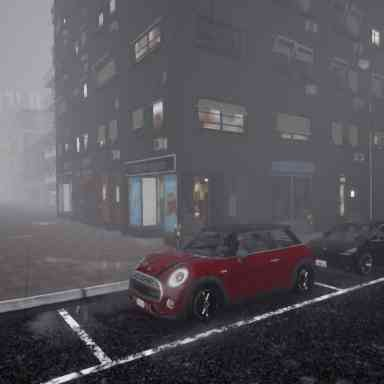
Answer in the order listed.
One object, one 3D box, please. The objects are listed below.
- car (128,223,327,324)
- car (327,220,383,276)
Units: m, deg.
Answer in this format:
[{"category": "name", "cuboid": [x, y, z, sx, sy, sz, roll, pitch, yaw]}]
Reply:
[{"category": "car", "cuboid": [0.709, 1.439, 7.063, 4.097, 1.590, 1.967, 0, -1, -35]}, {"category": "car", "cuboid": [5.280, 1.563, 10.300, 4.313, 1.339, 1.947, 0, -1, -35]}]
